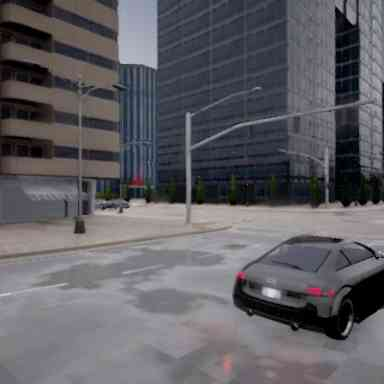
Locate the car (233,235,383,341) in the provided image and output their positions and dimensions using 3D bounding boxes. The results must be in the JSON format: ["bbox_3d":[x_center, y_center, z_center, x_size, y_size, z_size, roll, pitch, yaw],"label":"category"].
[{"bbox_3d":[2.707,1.571,6.686,4.181,1.385,1.994,0,0,-44],"label":"car"}]

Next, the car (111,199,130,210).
[{"bbox_3d":[-10.498,1.713,46.452,4.181,1.385,1.994,0,0,43],"label":"car"}]

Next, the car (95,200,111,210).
[{"bbox_3d":[-13.048,1.714,44.048,4.181,1.385,1.994,0,0,43],"label":"car"}]
